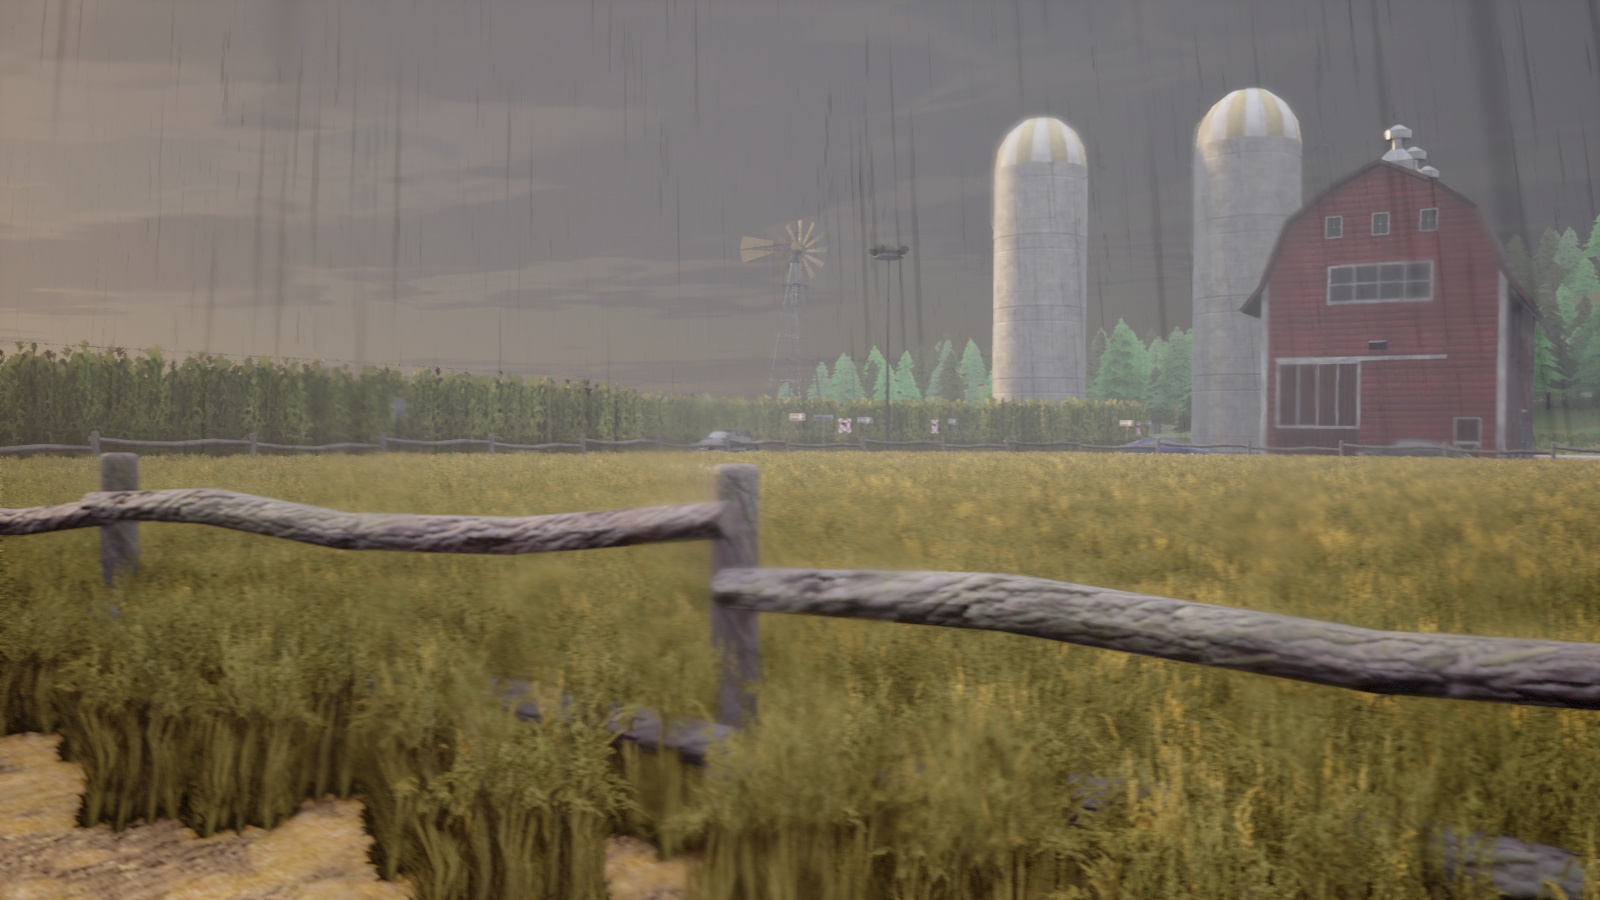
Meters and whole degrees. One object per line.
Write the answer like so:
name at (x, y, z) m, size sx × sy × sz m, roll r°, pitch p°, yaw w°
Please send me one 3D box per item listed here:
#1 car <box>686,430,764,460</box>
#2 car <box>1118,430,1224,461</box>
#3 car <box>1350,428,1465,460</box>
car at (-4.391, -0.314, 74.370) m, size 2.033 × 1.649 × 4.856 m, roll -1°, pitch 1°, yaw 34°
car at (17.827, -0.228, 60.384) m, size 4.674 × 1.442 × 1.812 m, roll 0°, pitch 1°, yaw 24°
car at (28.233, -0.295, 58.383) m, size 4.674 × 1.442 × 1.812 m, roll 0°, pitch 1°, yaw 30°
